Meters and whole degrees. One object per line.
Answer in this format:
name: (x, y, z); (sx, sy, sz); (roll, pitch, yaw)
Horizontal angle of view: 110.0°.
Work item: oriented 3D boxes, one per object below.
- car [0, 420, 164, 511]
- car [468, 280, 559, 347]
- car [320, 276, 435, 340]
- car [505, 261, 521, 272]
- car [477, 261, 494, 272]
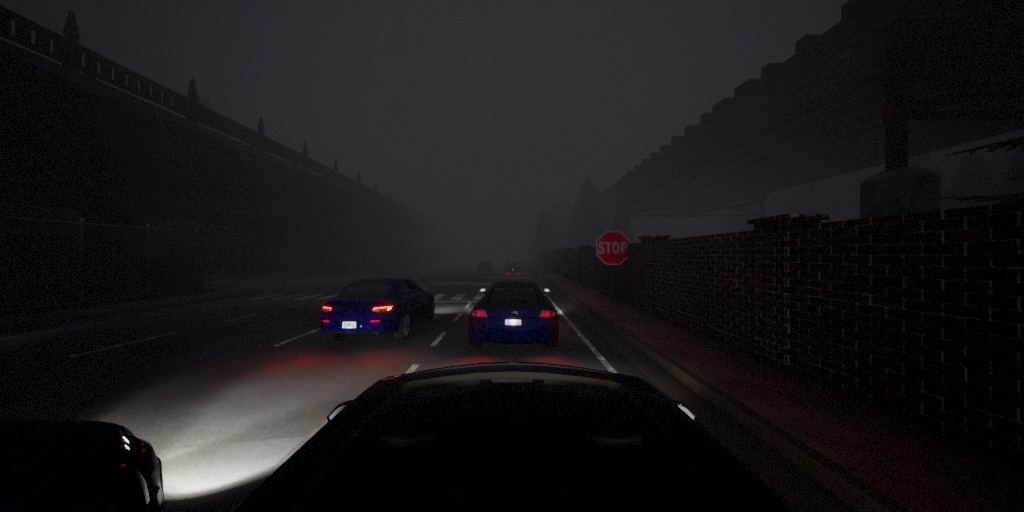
car: (-3.398, 1.314, 0.709); (1.994, 1.385, 4.181); (0, 0, 0)
car: (0.069, 1.314, 9.283); (1.994, 1.385, 4.181); (0, 0, 1)
car: (-3.413, 1.276, 9.805); (1.812, 1.442, 4.674); (0, 0, 0)
car: (0.097, 1.351, 46.101); (1.895, 1.301, 4.718); (0, 0, -1)
car: (-3.398, 1.297, 45.932); (2.033, 1.411, 5.357); (0, 0, -1)
